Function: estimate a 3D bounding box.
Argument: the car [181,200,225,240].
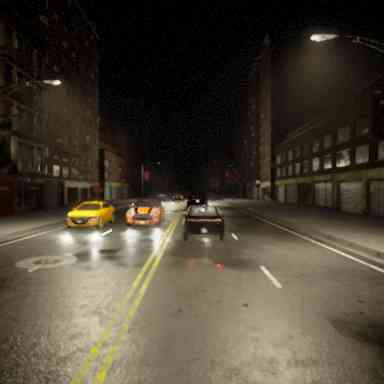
[{"bbox_3d":[0.518,1.380,16.220,2.128,1.511,4.902,0,0,0],"label":"car"}]

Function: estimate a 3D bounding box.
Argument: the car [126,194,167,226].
[{"bbox_3d":[-2.922,1.203,21.751,2.097,1.767,4.553,0,0,0],"label":"car"}]

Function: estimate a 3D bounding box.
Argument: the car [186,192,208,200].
[{"bbox_3d":[0.549,0.985,35.080,2.150,2.045,5.566,0,0,0],"label":"car"}]

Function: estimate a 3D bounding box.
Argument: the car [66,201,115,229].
[{"bbox_3d":[-6.176,1.335,20.765,1.882,1.535,5.008,0,0,0],"label":"car"}]

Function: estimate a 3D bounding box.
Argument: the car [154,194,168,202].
[{"bbox_3d":[-6.002,1.102,64.672,2.128,1.511,4.902,0,0,0],"label":"car"}]

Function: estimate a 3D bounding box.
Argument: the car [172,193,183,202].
[{"bbox_3d":[-2.752,0.978,64.696,2.097,1.767,4.553,0,0,0],"label":"car"}]
